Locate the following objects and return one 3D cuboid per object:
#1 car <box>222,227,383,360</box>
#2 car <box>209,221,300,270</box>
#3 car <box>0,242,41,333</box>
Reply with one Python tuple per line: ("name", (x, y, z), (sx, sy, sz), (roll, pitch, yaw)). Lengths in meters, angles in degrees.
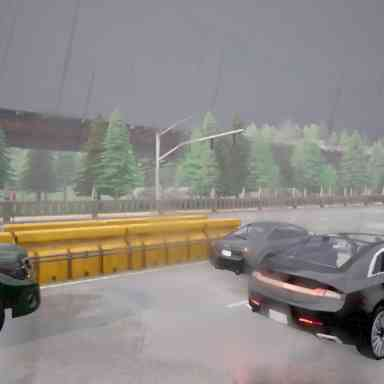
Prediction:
("car", (3.143, 1.491, 5.972), (4.902, 1.511, 2.128), (0, 0, -36))
("car", (2.535, 1.563, 9.833), (4.181, 1.385, 1.994), (0, 0, -36))
("car", (-5.093, 1.222, 4.420), (5.566, 2.045, 2.150), (0, 0, -35))
